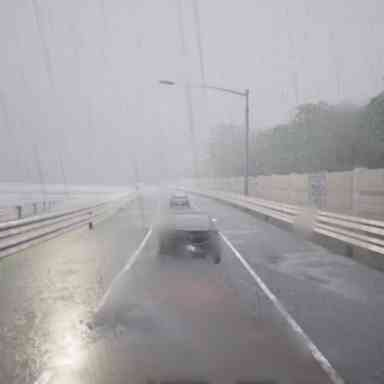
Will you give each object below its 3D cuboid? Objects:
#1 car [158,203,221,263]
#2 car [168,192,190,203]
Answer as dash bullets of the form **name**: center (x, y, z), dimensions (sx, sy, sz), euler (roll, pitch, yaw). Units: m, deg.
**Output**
- **car**: center (-0.118, 1.379, 11.723), dimensions (1.882, 1.535, 5.008), euler (0, 1, -2)
- **car**: center (-1.269, 0.763, 32.304), dimensions (2.128, 1.511, 4.902), euler (0, 2, -4)
